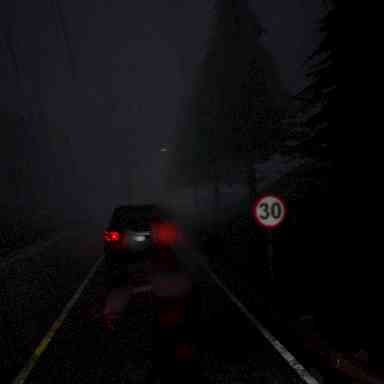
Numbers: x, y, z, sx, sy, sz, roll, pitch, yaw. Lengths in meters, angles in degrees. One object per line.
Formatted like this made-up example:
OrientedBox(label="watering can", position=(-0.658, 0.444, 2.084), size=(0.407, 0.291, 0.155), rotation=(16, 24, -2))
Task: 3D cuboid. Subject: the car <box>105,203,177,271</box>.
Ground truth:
OrientedBox(label="car", position=(-1.777, 1.438, 12.088), size=(2.150, 2.045, 5.566), rotation=(-2, 0, -6))
